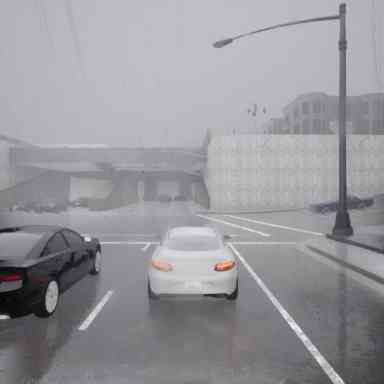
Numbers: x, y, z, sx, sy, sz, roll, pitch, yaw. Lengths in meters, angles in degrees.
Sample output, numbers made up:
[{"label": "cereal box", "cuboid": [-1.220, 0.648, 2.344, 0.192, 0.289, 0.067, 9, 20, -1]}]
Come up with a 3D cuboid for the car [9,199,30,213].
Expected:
[{"label": "car", "cuboid": [-18.442, 1.492, 36.921, 2.128, 1.511, 4.902, 0, 0, -2]}]

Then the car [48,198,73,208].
[{"label": "car", "cuboid": [-18.849, 1.601, 48.009, 1.895, 1.301, 4.718, 0, 0, -2]}]

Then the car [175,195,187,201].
[{"label": "car", "cuboid": [-2.916, 1.552, 83.875, 1.994, 1.385, 4.181, 0, 0, 27]}]

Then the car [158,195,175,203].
[{"label": "car", "cuboid": [-5.405, 1.558, 71.025, 1.994, 1.385, 4.181, 0, 0, 1]}]

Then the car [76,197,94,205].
[{"label": "car", "cuboid": [-19.221, 1.601, 59.983, 1.895, 1.301, 4.718, 0, 0, -2]}]

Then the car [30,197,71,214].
[{"label": "car", "cuboid": [-14.796, 1.351, 35.069, 2.097, 1.767, 4.553, 0, 0, -4]}]

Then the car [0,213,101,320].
[{"label": "car", "cuboid": [-3.480, 1.478, 7.467, 1.882, 1.535, 5.008, 0, 0, 0]}]

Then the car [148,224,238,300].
[{"label": "car", "cuboid": [0.013, 1.526, 8.268, 1.812, 1.442, 4.674, 0, 0, 0]}]

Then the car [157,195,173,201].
[{"label": "car", "cuboid": [-6.822, 1.500, 83.549, 1.837, 1.490, 4.892, 0, 0, 24]}]

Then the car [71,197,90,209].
[{"label": "car", "cuboid": [-15.294, 1.492, 46.404, 2.128, 1.511, 4.902, 0, 0, -2]}]

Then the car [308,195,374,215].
[{"label": "car", "cuboid": [12.034, 1.012, 27.133, 4.718, 1.301, 1.895, -6, 0, -1]}]
